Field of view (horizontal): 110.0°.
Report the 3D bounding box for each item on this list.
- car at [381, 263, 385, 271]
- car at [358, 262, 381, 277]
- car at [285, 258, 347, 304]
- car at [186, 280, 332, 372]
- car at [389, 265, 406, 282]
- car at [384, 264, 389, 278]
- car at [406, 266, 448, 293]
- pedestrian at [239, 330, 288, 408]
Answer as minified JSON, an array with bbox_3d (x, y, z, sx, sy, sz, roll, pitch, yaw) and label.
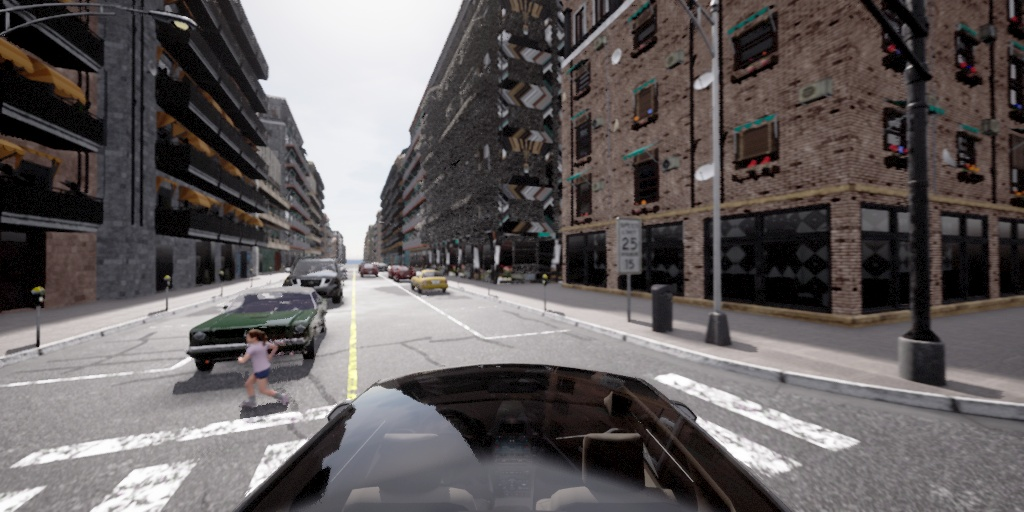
[{"bbox_3d":[-21.062,1.890,58.301,2.007,1.370,4.403,0,0,-24],"label":"car"},{"bbox_3d":[-16.650,1.690,41.836,1.812,1.442,4.674,0,0,-24],"label":"car"},{"bbox_3d":[-9.347,1.131,17.238,2.150,2.045,5.566,0,-1,-23],"label":"car"},{"bbox_3d":[-5.378,1.422,8.189,1.895,1.301,4.718,0,0,-24],"label":"car"},{"bbox_3d":[-9.677,1.588,32.381,1.888,1.381,4.507,0,0,-24],"label":"car"},{"bbox_3d":[-11.954,1.647,37.564,1.888,1.381,4.507,0,0,-24],"label":"car"},{"bbox_3d":[-5.193,1.457,22.171,1.751,1.417,4.829,0,0,-24],"label":"car"},{"bbox_3d":[-3.363,1.461,4.798,0.500,1.100,0.500,0,-1,-24],"label":"pedestrian"}]
